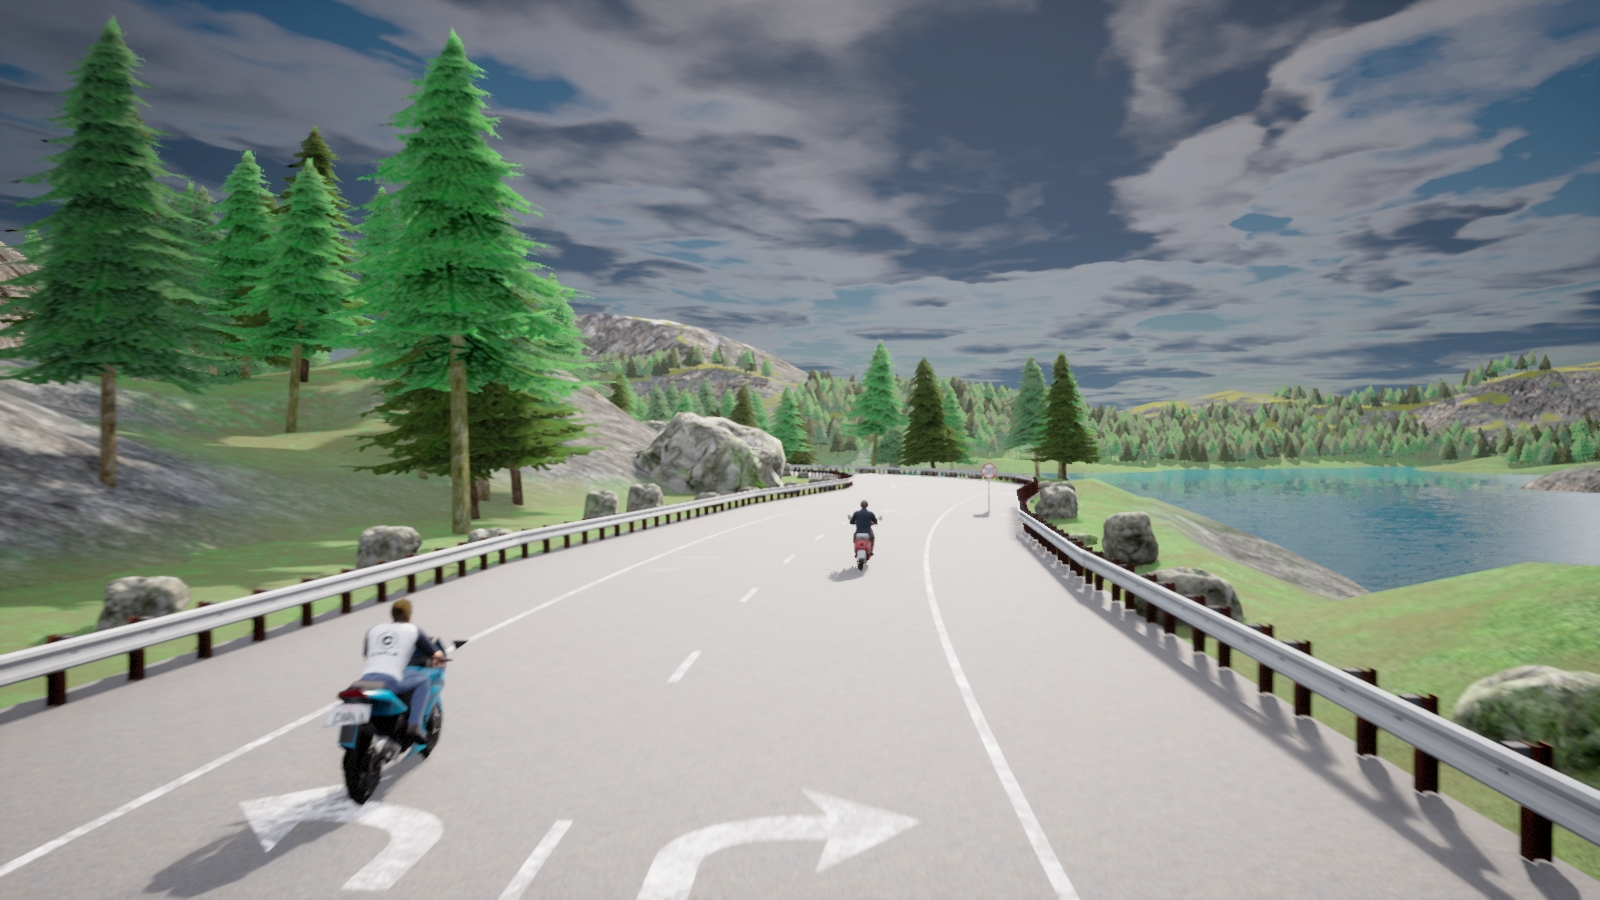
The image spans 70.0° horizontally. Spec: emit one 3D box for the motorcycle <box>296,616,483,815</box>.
[{"bbox_3d":[-3.415,2.175,9.742,0.803,1.217,2.033,0,0,2],"label":"motorcycle"}]

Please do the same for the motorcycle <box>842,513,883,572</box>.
[{"bbox_3d":[1.516,2.182,27.331,0.856,1.236,1.805,1,0,7],"label":"motorcycle"}]
